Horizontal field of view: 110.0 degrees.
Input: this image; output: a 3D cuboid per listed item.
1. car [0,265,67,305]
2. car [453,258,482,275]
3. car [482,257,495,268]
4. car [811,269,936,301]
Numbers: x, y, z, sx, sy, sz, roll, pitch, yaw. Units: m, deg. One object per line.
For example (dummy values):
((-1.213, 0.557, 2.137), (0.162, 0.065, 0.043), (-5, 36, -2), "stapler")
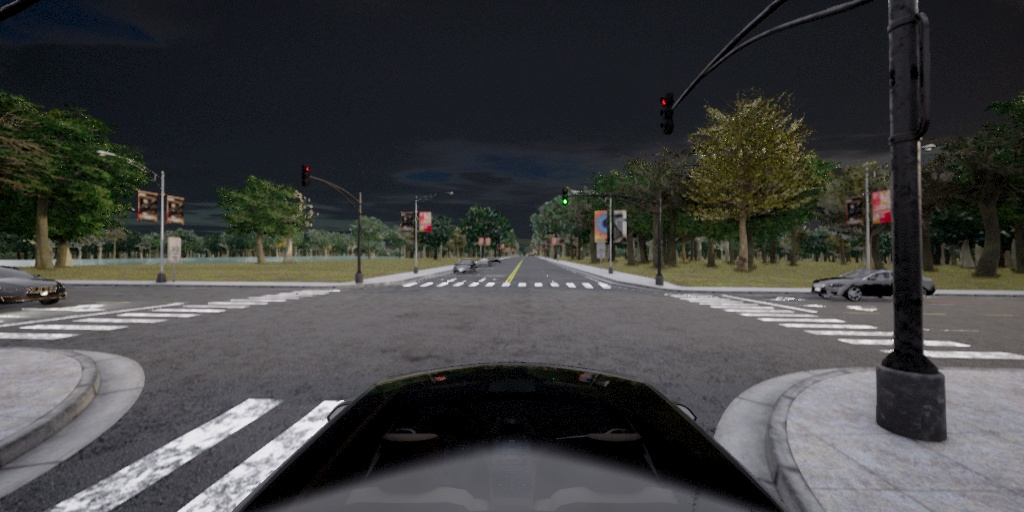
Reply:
((-18.794, 1.054, 12.670), (4.892, 1.490, 1.837), (0, -1, 3), "car")
((-4.734, 1.094, 36.458), (2.128, 1.511, 4.902), (0, 1, 2), "car")
((-4.053, 1.016, 53.185), (1.812, 1.442, 4.674), (0, 1, 2), "car")
((17.567, 1.398, 17.614), (4.902, 1.511, 2.128), (0, -1, 3), "car")
